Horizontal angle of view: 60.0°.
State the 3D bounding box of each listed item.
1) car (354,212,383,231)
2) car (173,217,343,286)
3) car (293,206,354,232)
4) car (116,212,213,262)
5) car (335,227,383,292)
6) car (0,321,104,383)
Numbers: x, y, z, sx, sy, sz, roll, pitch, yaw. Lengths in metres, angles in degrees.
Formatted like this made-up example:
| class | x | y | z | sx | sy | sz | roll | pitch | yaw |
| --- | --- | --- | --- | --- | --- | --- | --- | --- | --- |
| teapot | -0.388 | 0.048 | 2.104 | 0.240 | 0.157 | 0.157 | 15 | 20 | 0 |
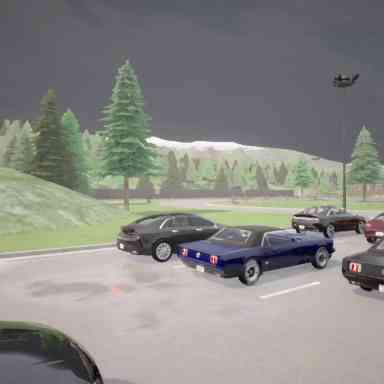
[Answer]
| class | x | y | z | sx | sy | sz | roll | pitch | yaw |
| --- | --- | --- | --- | --- | --- | --- | --- | --- | --- |
| car | 9.442 | 1.526 | 14.759 | 4.674 | 1.442 | 1.812 | 0 | 0 | -35 |
| car | 2.022 | 1.601 | 9.478 | 4.718 | 1.301 | 1.895 | 0 | 0 | -35 |
| car | 7.299 | 1.491 | 17.530 | 4.902 | 1.511 | 2.128 | 0 | 0 | -35 |
| car | -0.290 | 1.505 | 12.129 | 4.892 | 1.490 | 1.837 | 0 | 0 | -35 |
| car | 5.596 | 1.601 | 7.726 | 4.718 | 1.301 | 1.895 | 0 | 0 | -35 |
| car | -2.899 | 1.491 | 1.677 | 4.902 | 1.511 | 2.128 | 0 | 0 | -35 |
